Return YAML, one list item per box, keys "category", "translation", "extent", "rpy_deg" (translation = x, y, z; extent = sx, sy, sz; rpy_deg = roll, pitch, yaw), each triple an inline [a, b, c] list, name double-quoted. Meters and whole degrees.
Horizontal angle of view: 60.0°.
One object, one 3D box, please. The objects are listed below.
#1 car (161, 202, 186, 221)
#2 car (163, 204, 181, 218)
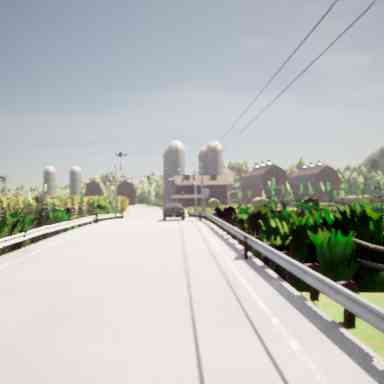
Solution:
- category: "car"
  translation: [-1.598, 1.678, 28.853]
  extent: [1.837, 1.490, 4.892]
  rpy_deg: [-1, -2, -4]
- category: "car"
  translation: [-2.446, 2.286, 39.002]
  extent: [1.812, 1.442, 4.674]
  rpy_deg: [-1, -4, -7]
